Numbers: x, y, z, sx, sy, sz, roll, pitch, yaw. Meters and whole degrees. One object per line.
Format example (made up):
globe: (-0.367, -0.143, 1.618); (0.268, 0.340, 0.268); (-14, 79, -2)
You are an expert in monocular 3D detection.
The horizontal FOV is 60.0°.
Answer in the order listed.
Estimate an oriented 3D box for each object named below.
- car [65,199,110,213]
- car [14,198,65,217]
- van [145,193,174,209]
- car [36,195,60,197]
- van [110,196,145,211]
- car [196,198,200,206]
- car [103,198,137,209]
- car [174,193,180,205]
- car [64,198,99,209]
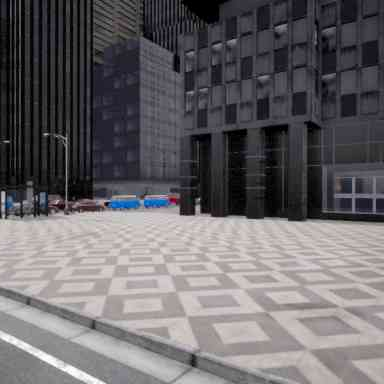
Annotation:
car: (-11.300, 1.575, 35.561); (1.802, 1.307, 4.206); (0, 0, 35)
car: (-14.594, 1.548, 30.937); (2.008, 1.369, 4.403); (0, 0, 35)
van: (-4.713, 1.329, 44.810); (1.690, 1.788, 3.998); (0, 0, 35)
car: (-18.244, 1.284, 40.505); (2.192, 1.841, 5.009); (0, 0, 35)
van: (-8.006, 1.331, 40.186); (1.690, 1.788, 3.998); (0, 0, 35)
car: (1.874, 1.568, 54.059); (1.802, 1.307, 4.206); (0, 0, 35)
car: (-10.174, 1.572, 47.239); (1.895, 1.301, 4.718); (0, 0, 36)
car: (-4.102, 1.191, 55.684); (2.150, 2.045, 5.566); (0, 0, 36)
car: (-14.951, 1.548, 45.130); (1.802, 1.307, 4.206); (0, 0, 35)
